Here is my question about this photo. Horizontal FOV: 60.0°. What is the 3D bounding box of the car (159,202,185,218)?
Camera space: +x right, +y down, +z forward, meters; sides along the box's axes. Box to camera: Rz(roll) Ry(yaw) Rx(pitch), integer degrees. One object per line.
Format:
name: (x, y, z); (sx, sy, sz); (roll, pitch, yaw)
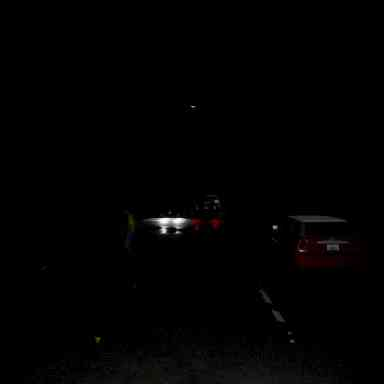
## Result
car: (-1.766, 1.658, 30.964); (1.994, 1.385, 4.181); (0, 0, 5)

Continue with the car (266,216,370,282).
car: (3.385, 1.416, 9.667); (1.970, 1.475, 3.806); (0, 0, 2)

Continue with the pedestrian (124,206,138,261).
pedestrian: (-1.974, 1.305, 10.842); (0.375, 1.860, 0.375); (-1, 1, -13)

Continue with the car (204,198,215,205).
car: (3.767, 1.984, 71.759); (1.895, 1.301, 4.718); (0, 0, 10)

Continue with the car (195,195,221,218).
car: (1.467, 1.457, 31.721); (2.097, 1.767, 4.553); (0, 0, 5)
